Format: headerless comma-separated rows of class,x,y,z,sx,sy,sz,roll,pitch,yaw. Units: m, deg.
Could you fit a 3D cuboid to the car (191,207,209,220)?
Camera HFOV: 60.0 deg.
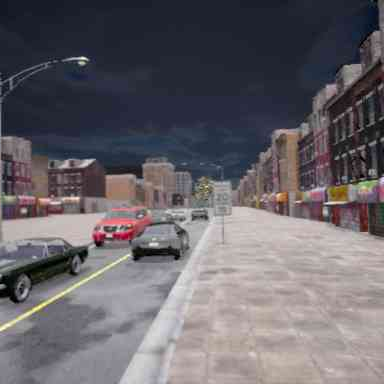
car,1.006,2.645,40.838,2.128,1.511,4.902,-2,-2,5

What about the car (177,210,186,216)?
car,-1.913,2.831,40.142,1.895,1.301,4.718,-2,-2,6

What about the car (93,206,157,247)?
car,-3.838,1.895,19.254,2.150,2.045,5.566,-2,-2,5

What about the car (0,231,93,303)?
car,-4.708,2.006,9.386,1.895,1.301,4.718,-2,-2,5

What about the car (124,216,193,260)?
car,-1.270,2.010,14.567,1.994,1.385,4.181,-2,-2,5

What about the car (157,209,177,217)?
car,-2.949,2.293,29.183,2.097,1.767,4.553,-2,-2,5
